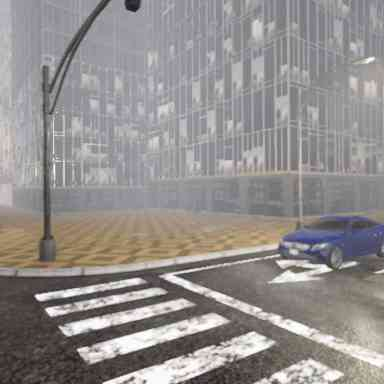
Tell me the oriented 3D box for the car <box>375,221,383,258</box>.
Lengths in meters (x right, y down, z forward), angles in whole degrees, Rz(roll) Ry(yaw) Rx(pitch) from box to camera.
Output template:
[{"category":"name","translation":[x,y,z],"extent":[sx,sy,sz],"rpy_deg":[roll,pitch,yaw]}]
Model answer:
[{"category":"car","translation":[7.071,1.462,8.710],"extent":[5.008,1.535,1.882],"rpy_deg":[0,0,-35]}]

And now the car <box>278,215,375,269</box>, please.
[{"category":"car","translation":[4.948,1.516,11.184],"extent":[4.674,1.442,1.812],"rpy_deg":[0,0,-34]}]
